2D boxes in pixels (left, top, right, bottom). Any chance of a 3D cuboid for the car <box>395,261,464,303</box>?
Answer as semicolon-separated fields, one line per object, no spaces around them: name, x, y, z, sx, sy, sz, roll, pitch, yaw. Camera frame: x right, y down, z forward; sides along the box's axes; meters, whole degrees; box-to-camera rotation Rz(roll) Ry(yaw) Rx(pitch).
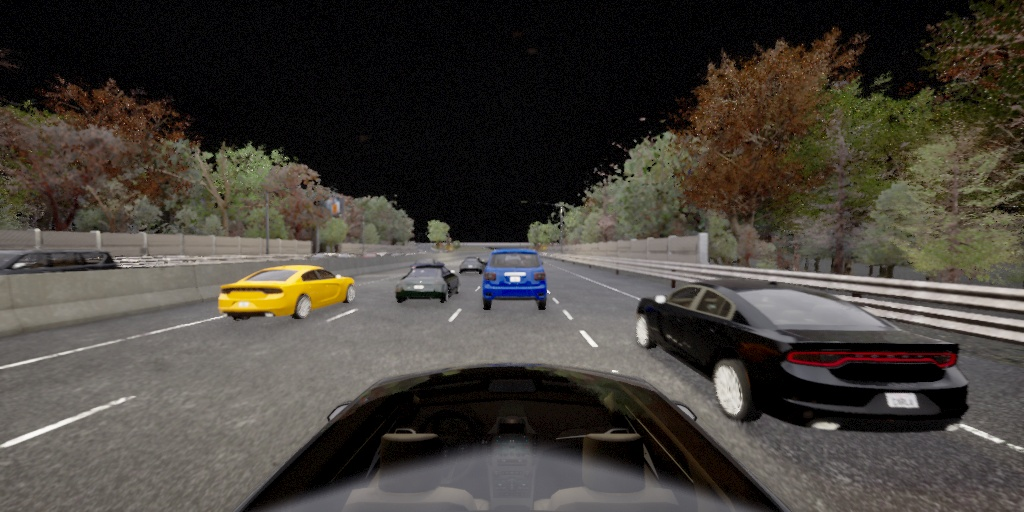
car;-3.415;1.078;15.153;1.994;1.385;4.181;0;1;0

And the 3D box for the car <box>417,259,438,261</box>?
car;-6.932;0.864;29.756;1.895;1.301;4.718;0;1;0

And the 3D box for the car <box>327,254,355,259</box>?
car;-24.612;0.414;53.082;2.033;1.411;5.357;0;1;1

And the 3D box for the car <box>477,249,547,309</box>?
car;0.073;0.760;13.754;2.150;2.045;5.566;0;1;-1

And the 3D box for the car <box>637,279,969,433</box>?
car;3.554;1.105;5.692;1.882;1.535;5.008;0;1;1

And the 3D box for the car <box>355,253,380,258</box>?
car;-21.120;0.334;53.739;1.882;1.535;5.008;0;1;0

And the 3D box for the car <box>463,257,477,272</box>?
car;-3.434;0.795;31.662;1.994;1.385;4.181;0;1;0

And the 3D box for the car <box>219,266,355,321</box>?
car;-6.912;1.051;11.706;1.882;1.535;5.008;0;1;0

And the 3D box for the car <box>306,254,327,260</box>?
car;-28.110;0.416;52.975;2.033;1.411;5.357;0;1;1

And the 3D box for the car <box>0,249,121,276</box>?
car;-17.614;0.775;12.857;2.150;2.045;5.566;0;1;0

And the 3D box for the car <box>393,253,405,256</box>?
car;-17.621;0.332;55.390;1.837;1.490;4.892;0;1;0
